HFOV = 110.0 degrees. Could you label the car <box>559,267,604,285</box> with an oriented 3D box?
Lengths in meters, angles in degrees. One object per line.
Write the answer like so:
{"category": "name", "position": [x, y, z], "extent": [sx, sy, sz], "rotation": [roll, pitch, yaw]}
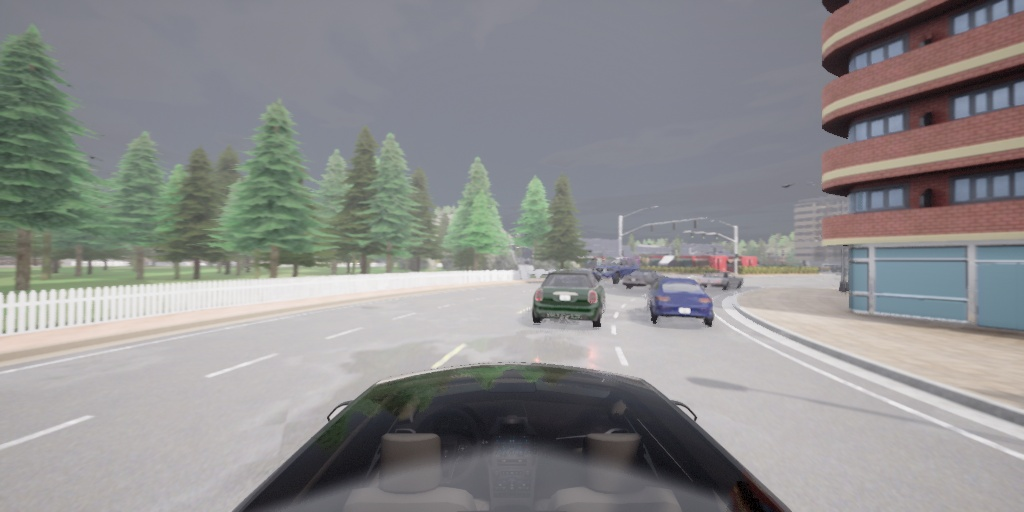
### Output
{"category": "car", "position": [6.569, 1.802, 33.410], "extent": [4.674, 1.442, 1.812], "rotation": [1, -1, -45]}

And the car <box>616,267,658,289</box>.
{"category": "car", "position": [10.027, 1.736, 26.515], "extent": [2.033, 1.411, 5.357], "rotation": [0, -1, 42]}

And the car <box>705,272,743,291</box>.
{"category": "car", "position": [15.851, 1.866, 27.237], "extent": [4.718, 1.301, 1.895], "rotation": [1, -1, -41]}

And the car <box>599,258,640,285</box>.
{"category": "car", "position": [9.011, 1.177, 30.905], "extent": [5.566, 2.045, 2.150], "rotation": [1, -1, -45]}

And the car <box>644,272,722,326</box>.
{"category": "car", "position": [5.854, 1.487, 12.798], "extent": [1.812, 1.442, 4.674], "rotation": [0, -1, 19]}

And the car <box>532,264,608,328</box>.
{"category": "car", "position": [2.133, 1.268, 12.509], "extent": [2.097, 1.767, 4.553], "rotation": [0, -1, 16]}
